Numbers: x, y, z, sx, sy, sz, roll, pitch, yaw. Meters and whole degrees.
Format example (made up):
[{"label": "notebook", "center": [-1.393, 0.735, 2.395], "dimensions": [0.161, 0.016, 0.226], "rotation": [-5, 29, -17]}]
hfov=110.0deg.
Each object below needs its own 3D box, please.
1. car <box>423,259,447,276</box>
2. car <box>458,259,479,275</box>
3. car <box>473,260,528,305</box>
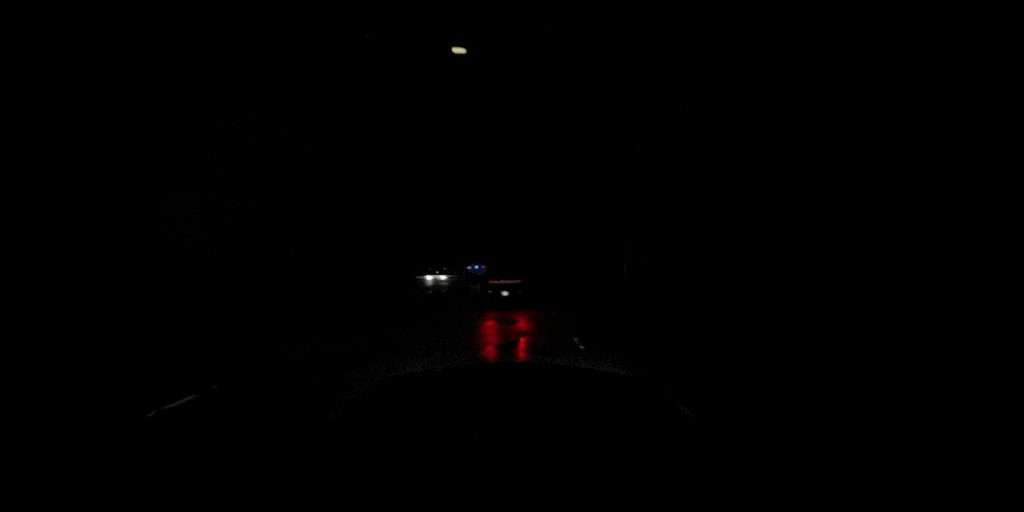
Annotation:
[{"label": "car", "center": [-7.256, 0.994, 33.540], "dimensions": [2.033, 1.411, 5.357], "rotation": [-1, 1, -18]}, {"label": "car", "center": [-3.704, 0.962, 32.681], "dimensions": [2.033, 1.411, 5.357], "rotation": [-1, 1, -16]}, {"label": "car", "center": [-0.424, 1.131, 15.449], "dimensions": [2.128, 1.511, 4.902], "rotation": [0, 1, -4]}]
